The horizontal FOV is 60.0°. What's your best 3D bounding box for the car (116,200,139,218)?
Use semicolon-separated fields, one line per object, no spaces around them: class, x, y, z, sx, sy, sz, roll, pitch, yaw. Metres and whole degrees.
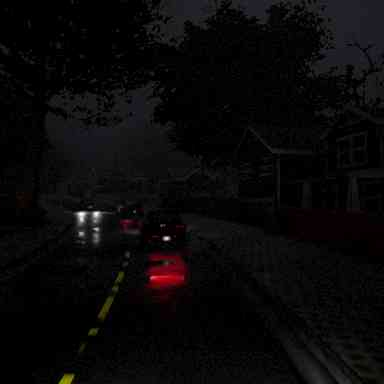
car;-5.536;1.408;29.513;1.812;1.442;4.674;1;0;-21

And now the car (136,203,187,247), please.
car;-1.395;1.476;14.844;1.837;1.490;4.892;0;0;-11

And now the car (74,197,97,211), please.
car;-11.726;1.304;36.602;1.837;1.490;4.892;1;0;-27
